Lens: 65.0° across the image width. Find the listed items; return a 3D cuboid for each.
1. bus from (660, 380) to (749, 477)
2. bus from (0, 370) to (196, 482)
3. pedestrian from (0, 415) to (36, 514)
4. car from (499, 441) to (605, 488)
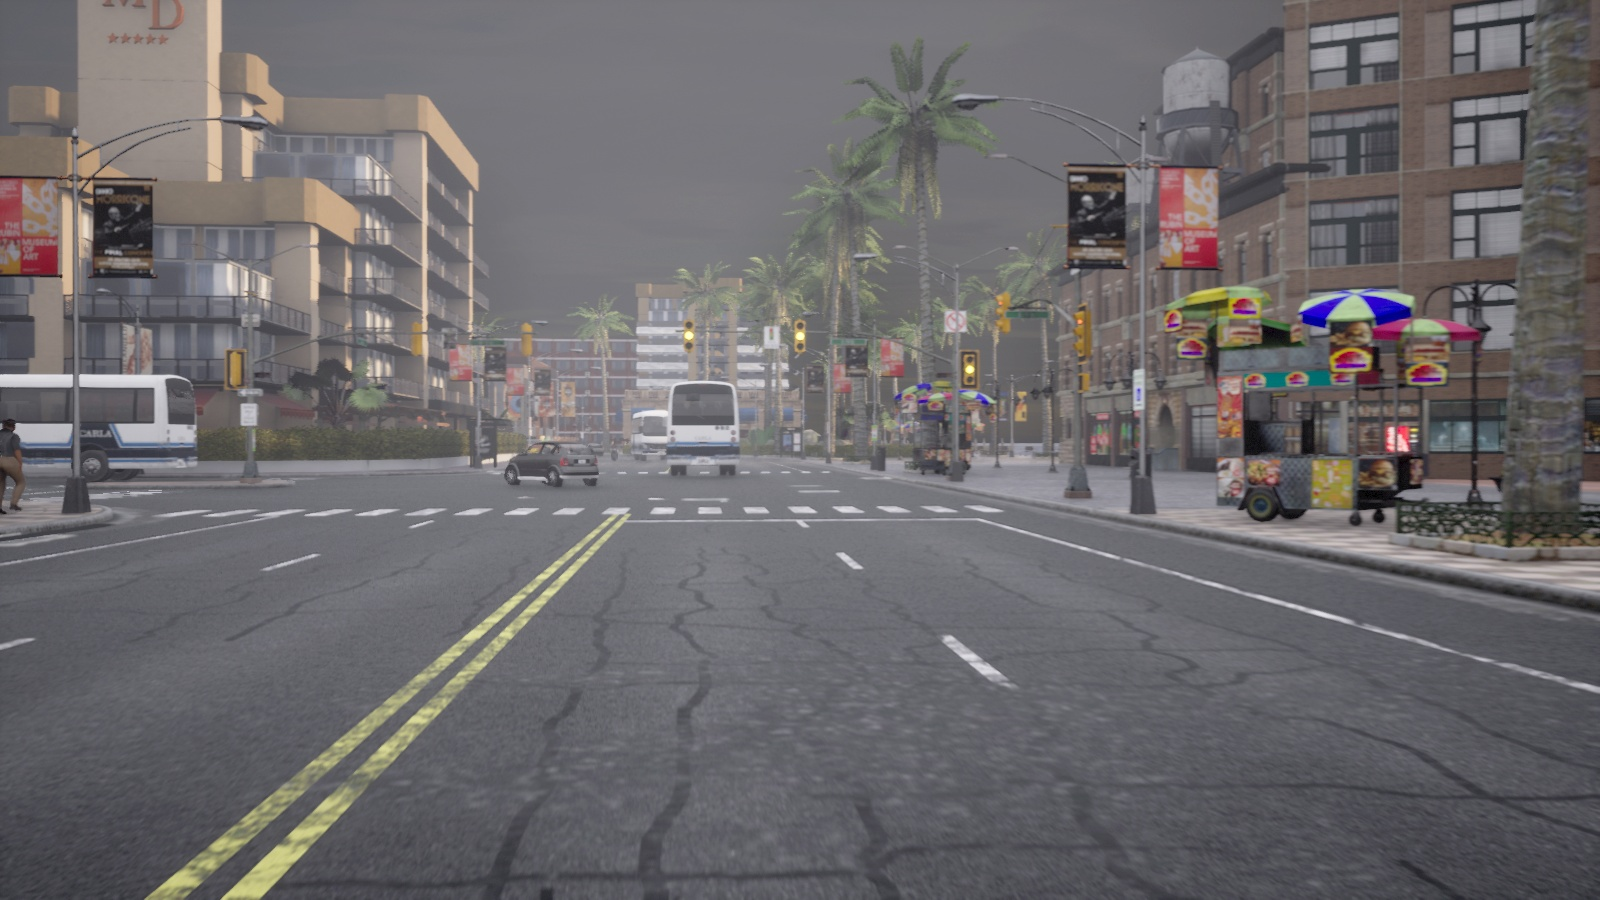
[{"bbox_3d":[-4.608,-0.973,60.747,3.944,4.253,10.273,0,0,-4],"label":"bus"},{"bbox_3d":[-30.072,-0.912,49.778,10.273,4.253,3.944,0,0,-5],"label":"bus"},{"bbox_3d":[-14.930,0.268,23.723,0.540,1.848,0.694,0,0,3],"label":"pedestrian"},{"bbox_3d":[-8.655,0.478,43.701,3.705,1.549,1.789,0,0,43],"label":"car"}]
